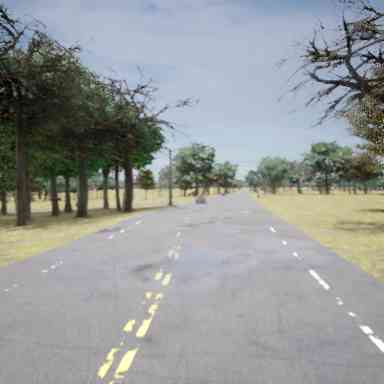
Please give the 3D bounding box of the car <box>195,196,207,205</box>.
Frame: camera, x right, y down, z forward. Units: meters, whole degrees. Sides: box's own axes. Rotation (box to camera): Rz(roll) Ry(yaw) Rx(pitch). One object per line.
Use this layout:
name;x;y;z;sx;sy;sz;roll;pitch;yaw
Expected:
car;1.656;1.496;60.948;1.837;1.490;4.892;0;0;8
